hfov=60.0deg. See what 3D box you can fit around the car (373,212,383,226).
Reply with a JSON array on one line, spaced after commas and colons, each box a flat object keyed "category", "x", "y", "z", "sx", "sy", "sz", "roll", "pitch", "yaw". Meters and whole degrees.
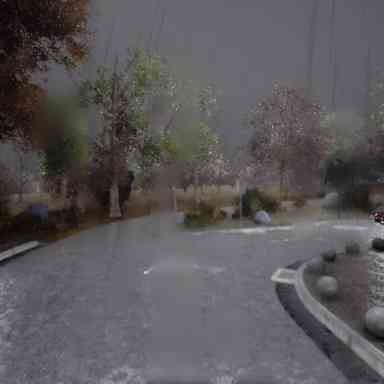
[{"category": "car", "x": 13.581, "y": 1.486, "z": 20.013, "sx": 4.718, "sy": 1.301, "sz": 1.895, "roll": 0, "pitch": 0, "yaw": -4}]
